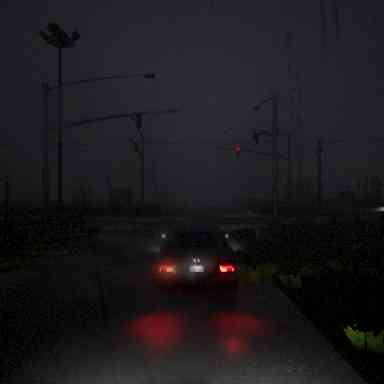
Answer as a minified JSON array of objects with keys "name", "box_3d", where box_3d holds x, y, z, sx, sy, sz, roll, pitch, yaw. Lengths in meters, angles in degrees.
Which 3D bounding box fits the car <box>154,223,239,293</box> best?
[{"name":"car","box_3d":[0.090,1.541,8.996,2.033,1.411,5.357,0,0,0]}]
